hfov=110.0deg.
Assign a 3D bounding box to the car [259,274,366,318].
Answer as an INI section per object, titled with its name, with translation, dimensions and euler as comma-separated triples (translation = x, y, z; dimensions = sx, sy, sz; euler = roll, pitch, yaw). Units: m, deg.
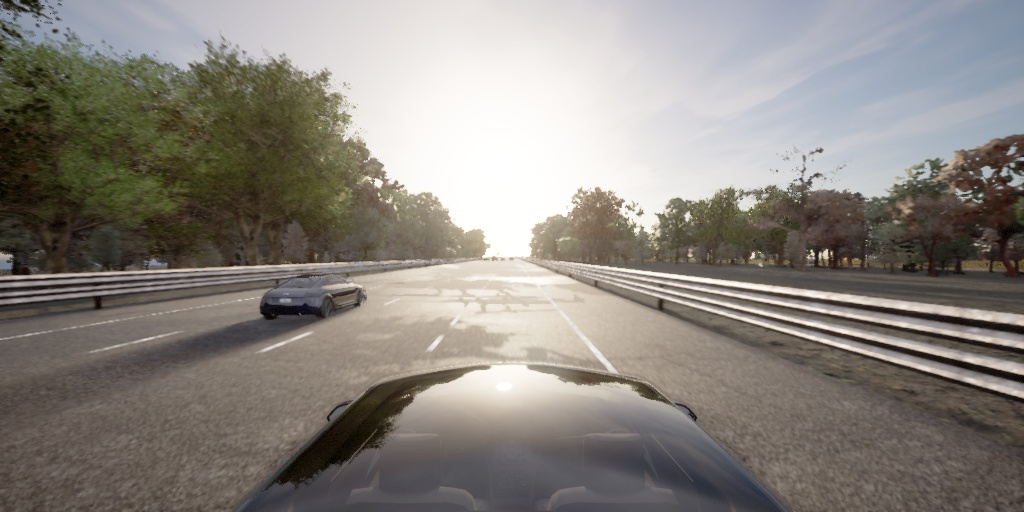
[car]
translation = -6.910, 1.326, 12.919
dimensions = 1.994, 1.385, 4.181
euler = 0, 0, 0
